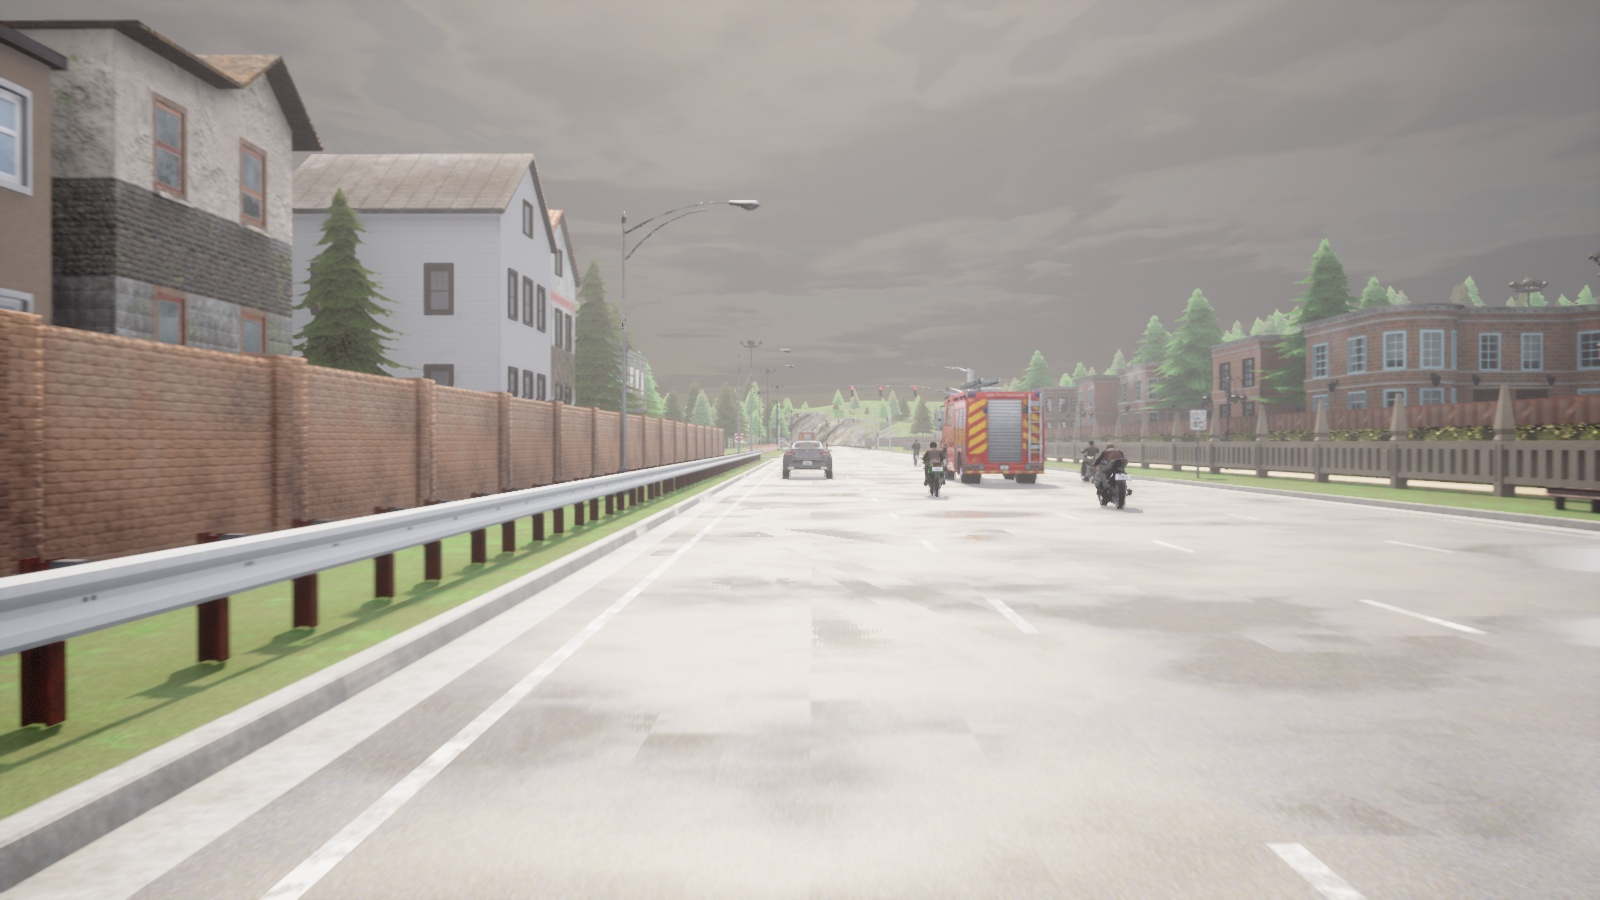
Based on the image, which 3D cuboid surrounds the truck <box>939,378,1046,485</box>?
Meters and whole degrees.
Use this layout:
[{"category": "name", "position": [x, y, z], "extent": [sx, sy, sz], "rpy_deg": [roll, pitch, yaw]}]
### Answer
[{"category": "truck", "position": [7.294, -0.686, 48.849], "extent": [2.891, 3.827, 8.468], "rpy_deg": [0, 0, 0]}]

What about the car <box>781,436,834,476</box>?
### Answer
[{"category": "car", "position": [0.322, 0.222, 54.002], "extent": [2.152, 1.651, 5.027], "rpy_deg": [0, 0, 0]}]

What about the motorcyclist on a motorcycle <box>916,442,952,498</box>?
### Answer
[{"category": "motorcyclist on a motorcycle", "position": [3.714, 0.536, 34.872], "extent": [0.797, 1.523, 2.044], "rpy_deg": [0, 0, 0]}]

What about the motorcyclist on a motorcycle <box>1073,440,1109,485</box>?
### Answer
[{"category": "motorcyclist on a motorcycle", "position": [10.780, 0.443, 46.577], "extent": [0.766, 1.649, 2.350], "rpy_deg": [0, 1, 0]}]

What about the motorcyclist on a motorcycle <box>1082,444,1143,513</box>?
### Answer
[{"category": "motorcyclist on a motorcycle", "position": [7.180, 0.625, 28.985], "extent": [0.866, 1.530, 2.191], "rpy_deg": [0, 0, 0]}]
